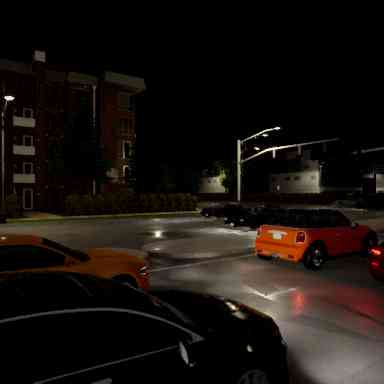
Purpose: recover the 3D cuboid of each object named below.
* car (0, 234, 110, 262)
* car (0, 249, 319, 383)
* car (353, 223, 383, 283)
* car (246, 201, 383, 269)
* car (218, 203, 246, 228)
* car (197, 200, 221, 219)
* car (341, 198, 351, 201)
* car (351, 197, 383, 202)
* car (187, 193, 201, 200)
[{"bbox_3d":[-3.130,1.478,5.814,5.008,1.535,1.882,0,0,-35],"label":"car"},{"bbox_3d":[-1.189,1.503,2.901,4.892,1.490,1.837,0,0,-36],"label":"car"},{"bbox_3d":[6.275,1.526,8.340,4.674,1.442,1.812,0,0,-34],"label":"car"},{"bbox_3d":[4.290,1.352,11.216,4.553,1.767,2.097,0,0,-35],"label":"car"},{"bbox_3d":[4.540,1.547,21.480,5.357,1.411,2.033,0,0,-36],"label":"car"},{"bbox_3d":[2.994,1.601,29.046,4.718,1.301,1.895,0,0,-36],"label":"car"},{"bbox_3d":[23.271,1.525,48.601,4.674,1.442,1.812,0,1,8],"label":"car"},{"bbox_3d":[23.694,1.564,43.599,4.181,1.385,1.994,0,0,-10],"label":"car"},{"bbox_3d":[-0.191,1.225,73.285,2.150,2.045,5.566,0,0,-35],"label":"car"}]
